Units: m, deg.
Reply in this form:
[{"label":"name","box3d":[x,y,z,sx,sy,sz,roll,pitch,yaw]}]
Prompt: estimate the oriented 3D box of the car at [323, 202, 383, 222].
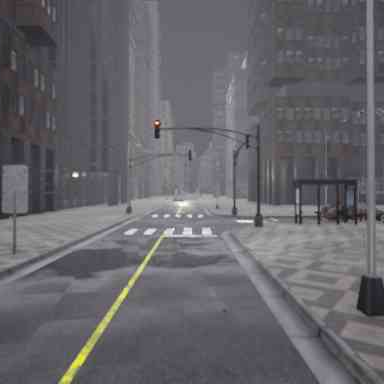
[{"label":"car","box3d":[11.507,1.419,23.510,4.674,1.442,1.812,0,-1,0]}]
